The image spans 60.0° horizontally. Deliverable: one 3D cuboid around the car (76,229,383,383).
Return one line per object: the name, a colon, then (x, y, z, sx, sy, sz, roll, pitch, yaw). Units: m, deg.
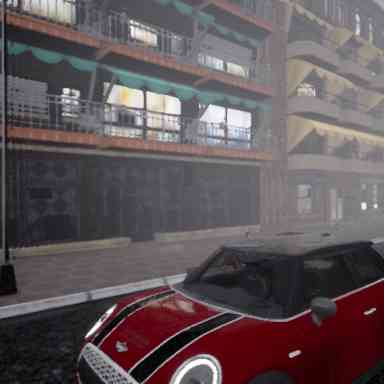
car: (0.970, 1.422, 4.198, 4.553, 1.767, 2.097, 1, -1, -39)

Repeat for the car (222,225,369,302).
car: (2.972, 1.731, 9.129, 4.206, 1.307, 1.802, 1, -2, -39)
